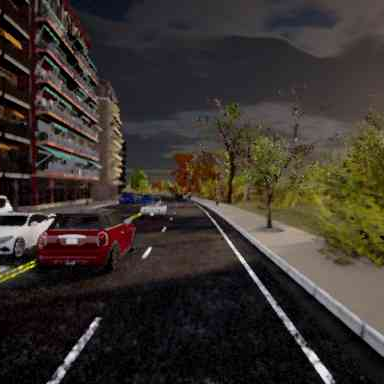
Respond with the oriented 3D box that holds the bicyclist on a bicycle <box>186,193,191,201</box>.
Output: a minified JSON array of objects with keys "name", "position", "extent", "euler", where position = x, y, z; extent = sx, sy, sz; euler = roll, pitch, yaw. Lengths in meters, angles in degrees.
[{"name":"bicyclist on a bicycle","position":[-0.437,1.108,62.842],"extent":[0.659,1.776,1.843],"euler":[0,1,-4]}]

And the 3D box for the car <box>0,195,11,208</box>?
[{"name":"car","position":[-9.851,1.163,14.205],"extent":[2.150,2.045,5.566],"euler":[0,0,0]}]

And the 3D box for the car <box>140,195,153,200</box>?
[{"name":"car","position":[-7.466,1.253,55.097],"extent":[1.882,1.535,5.008],"euler":[0,0,-2]}]

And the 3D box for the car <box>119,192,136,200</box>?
[{"name":"car","position":[-10.736,0.997,55.367],"extent":[2.150,2.045,5.566],"euler":[0,0,-2]}]

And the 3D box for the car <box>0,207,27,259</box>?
[{"name":"car","position":[-6.614,1.474,12.586],"extent":[1.812,1.442,4.674],"euler":[0,0,0]}]

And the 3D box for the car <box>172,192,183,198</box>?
[{"name":"car","position":[-3.600,1.041,90.773],"extent":[1.994,1.385,4.181],"euler":[0,0,-6]}]

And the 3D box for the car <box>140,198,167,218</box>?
[{"name":"car","position":[-3.225,1.484,28.800],"extent":[1.895,1.301,4.718],"euler":[0,0,-1]}]

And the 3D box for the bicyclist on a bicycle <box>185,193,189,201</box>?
[{"name":"bicyclist on a bicycle","position":[-1.064,1.133,71.921],"extent":[0.866,1.612,1.509],"euler":[0,0,-4]}]

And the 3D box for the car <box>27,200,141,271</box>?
[{"name":"car","position":[-3.151,1.307,10.855],"extent":[2.097,1.767,4.553],"euler":[0,0,0]}]
